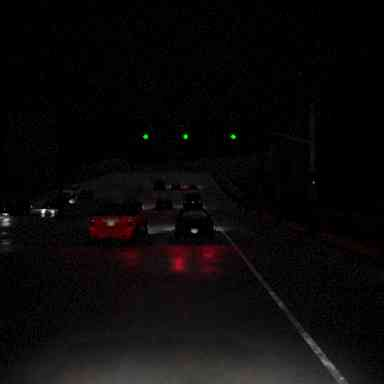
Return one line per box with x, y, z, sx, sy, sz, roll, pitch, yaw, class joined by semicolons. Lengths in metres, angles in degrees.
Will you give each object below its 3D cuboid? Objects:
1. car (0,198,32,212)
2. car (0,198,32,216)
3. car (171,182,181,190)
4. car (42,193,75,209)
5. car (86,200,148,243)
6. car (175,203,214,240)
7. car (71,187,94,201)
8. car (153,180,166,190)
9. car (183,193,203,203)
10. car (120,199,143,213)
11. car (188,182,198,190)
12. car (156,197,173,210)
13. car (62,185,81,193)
-21.079;1.457;39.102;2.033;1.411;5.357;0;1;0;car
-17.575;1.478;32.725;1.837;1.490;4.892;0;0;0;car
-3.356;-1.324;70.388;1.882;1.535;5.008;0;7;0;car
-17.549;1.318;43.326;2.033;1.411;5.357;0;2;0;car
-3.400;1.344;16.067;2.097;1.767;4.553;0;0;0;car
0.100;1.517;16.884;1.812;1.442;4.674;0;0;0;car
-17.489;0.557;54.420;1.837;1.490;4.892;0;6;1;car
-6.856;-1.578;70.405;2.150;2.045;5.566;0;7;0;car
0.101;1.138;39.032;2.150;2.045;5.566;0;1;0;car
-6.900;1.529;38.404;1.895;1.301;4.718;0;1;0;car
0.146;-1.376;70.782;1.882;1.535;5.008;0;7;0;car
-3.395;1.321;41.489;1.882;1.535;5.008;0;2;0;car
-20.928;-0.067;57.988;2.150;2.045;5.566;0;6;0;car
